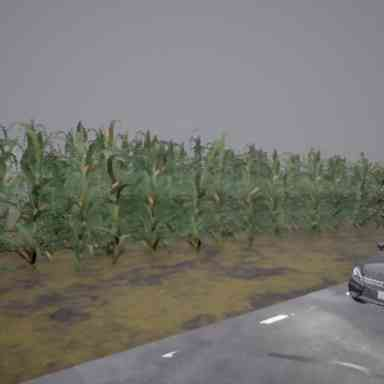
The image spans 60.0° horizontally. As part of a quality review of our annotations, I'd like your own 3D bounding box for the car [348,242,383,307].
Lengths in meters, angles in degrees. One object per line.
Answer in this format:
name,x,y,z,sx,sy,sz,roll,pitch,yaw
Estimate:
car,5.202,1.527,7.057,4.674,1.442,1.812,0,0,-37
